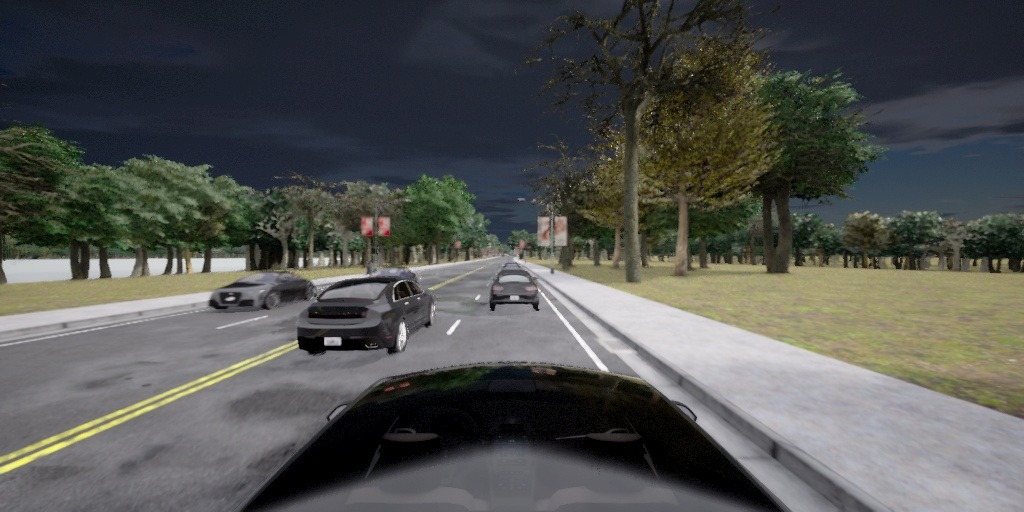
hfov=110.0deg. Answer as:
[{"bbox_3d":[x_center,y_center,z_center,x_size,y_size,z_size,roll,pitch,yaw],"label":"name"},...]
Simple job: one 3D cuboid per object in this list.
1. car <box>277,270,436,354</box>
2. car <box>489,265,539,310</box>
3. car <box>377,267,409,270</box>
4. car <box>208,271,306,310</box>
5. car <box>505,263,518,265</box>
[{"bbox_3d":[-3.157,1.256,8.724,1.837,1.490,4.892,0,0,0],"label":"car"},{"bbox_3d":[0.082,1.277,14.592,1.812,1.442,4.674,0,0,0],"label":"car"},{"bbox_3d":[-6.614,1.302,19.689,2.033,1.411,5.357,0,0,0],"label":"car"},{"bbox_3d":[-9.860,1.317,14.537,1.994,1.385,4.181,0,0,0],"label":"car"},{"bbox_3d":[-0.007,1.326,35.081,1.994,1.385,4.181,0,0,0],"label":"car"}]
